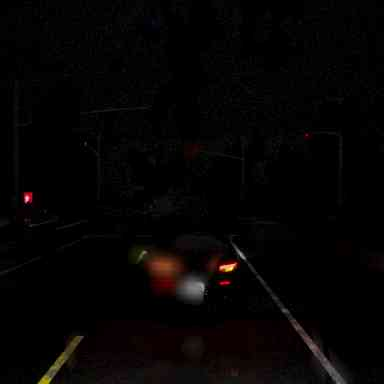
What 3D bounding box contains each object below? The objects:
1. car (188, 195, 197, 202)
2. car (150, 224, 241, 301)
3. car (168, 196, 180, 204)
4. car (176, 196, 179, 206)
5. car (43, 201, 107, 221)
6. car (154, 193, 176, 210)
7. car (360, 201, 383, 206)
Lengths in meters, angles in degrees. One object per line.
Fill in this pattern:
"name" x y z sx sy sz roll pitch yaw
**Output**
"car" 0.090 1.525 76.509 2.128 1.511 4.902 0 0 0
"car" 0.082 1.526 8.183 1.812 1.442 4.674 0 0 0
"car" -3.464 1.492 65.208 2.128 1.511 4.902 0 0 1
"car" -3.531 1.221 52.927 2.150 2.045 5.566 0 0 0
"car" -9.442 1.504 26.918 4.902 1.511 2.128 0 0 -3
"car" -3.546 1.352 42.395 2.097 1.767 4.553 0 0 0
"car" 15.594 1.527 28.748 5.357 1.411 2.033 0 0 -7
